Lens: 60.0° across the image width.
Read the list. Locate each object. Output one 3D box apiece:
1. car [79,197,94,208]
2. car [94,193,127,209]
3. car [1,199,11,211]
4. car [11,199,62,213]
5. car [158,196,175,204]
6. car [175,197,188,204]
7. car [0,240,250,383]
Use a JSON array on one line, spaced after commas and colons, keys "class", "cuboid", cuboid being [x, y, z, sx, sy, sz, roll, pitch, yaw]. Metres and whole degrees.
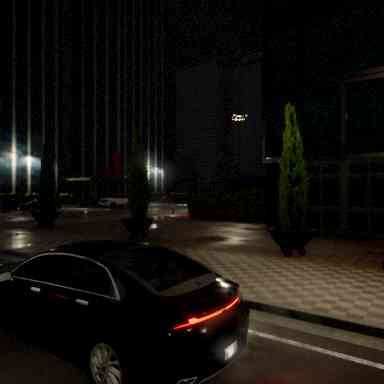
[{"class": "car", "cuboid": [-14.010, 1.505, 47.984, 1.837, 1.490, 4.892, 0, 0, 35]}, {"class": "car", "cuboid": [-10.491, 1.221, 46.903, 2.150, 2.045, 5.566, 0, 0, 35]}, {"class": "car", "cuboid": [-21.052, 1.547, 37.962, 2.033, 1.411, 5.357, 0, 0, 35]}, {"class": "car", "cuboid": [-17.104, 1.491, 37.498, 2.128, 1.511, 4.902, 0, 0, 35]}, {"class": "car", "cuboid": [-4.213, 1.492, 61.825, 2.128, 1.511, 4.902, 0, 0, 36]}, {"class": "car", "cuboid": [-0.527, 1.564, 60.962, 1.994, 1.385, 4.181, 0, 0, 36]}, {"class": "car", "cuboid": [-1.536, 1.505, 5.101, 4.892, 1.490, 1.837, 0, 0, 36]}]
